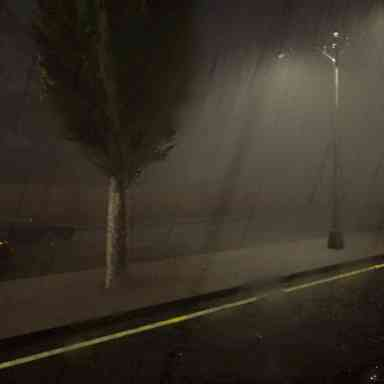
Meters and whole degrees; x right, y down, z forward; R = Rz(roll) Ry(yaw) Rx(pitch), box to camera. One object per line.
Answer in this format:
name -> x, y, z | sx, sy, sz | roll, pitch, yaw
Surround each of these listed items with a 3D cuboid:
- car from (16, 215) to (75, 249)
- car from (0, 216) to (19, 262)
car -> -7.188, 1.602, 12.958 | 4.718, 1.301, 1.895 | 0, 0, -35
car -> -7.281, 1.526, 8.605 | 4.674, 1.442, 1.812 | 0, 0, -35
